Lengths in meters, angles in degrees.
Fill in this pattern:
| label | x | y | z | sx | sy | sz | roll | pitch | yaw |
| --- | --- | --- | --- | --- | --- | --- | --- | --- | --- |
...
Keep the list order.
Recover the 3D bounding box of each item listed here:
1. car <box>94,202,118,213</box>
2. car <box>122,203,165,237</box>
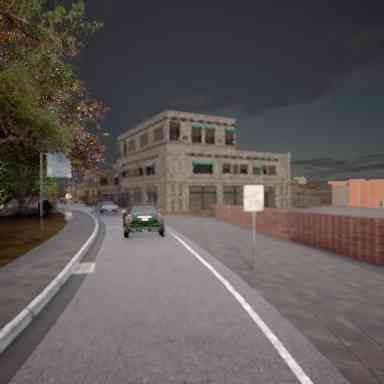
| label | x | y | z | sx | sy | sz | roll | pitch | yaw |
| --- | --- | --- | --- | --- | --- | --- | --- | --- | --- |
| car | -10.107 | 1.759 | 38.818 | 1.895 | 1.301 | 4.718 | 0 | 0 | -26 |
| car | -2.826 | 1.394 | 18.724 | 2.097 | 1.767 | 4.553 | 0 | 0 | -13 |
